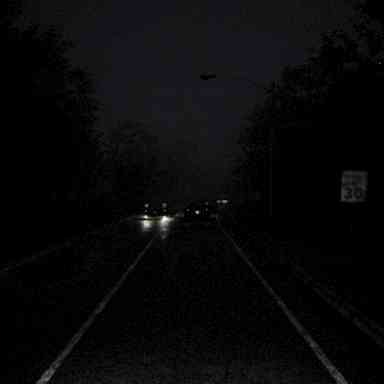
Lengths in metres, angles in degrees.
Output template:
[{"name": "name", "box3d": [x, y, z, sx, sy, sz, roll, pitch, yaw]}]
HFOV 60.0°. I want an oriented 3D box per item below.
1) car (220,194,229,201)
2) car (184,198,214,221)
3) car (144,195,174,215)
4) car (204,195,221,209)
[{"name": "car", "box3d": [6.687, 1.067, 71.140, 1.812, 1.442, 4.674, 2, 1, 22]}, {"name": "car", "box3d": [0.394, 1.387, 25.568, 1.994, 1.385, 4.181, 0, 0, 0]}, {"name": "car", "box3d": [-2.973, 1.130, 30.486, 2.097, 1.767, 4.553, 0, 0, 5]}, {"name": "car", "box3d": [2.115, 1.311, 41.643, 1.994, 1.385, 4.181, 1, 0, 9]}]
